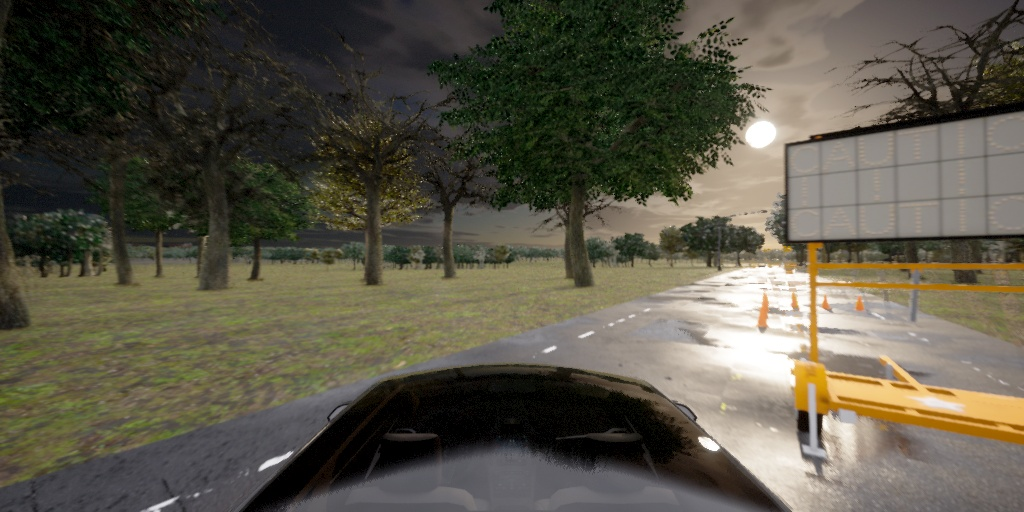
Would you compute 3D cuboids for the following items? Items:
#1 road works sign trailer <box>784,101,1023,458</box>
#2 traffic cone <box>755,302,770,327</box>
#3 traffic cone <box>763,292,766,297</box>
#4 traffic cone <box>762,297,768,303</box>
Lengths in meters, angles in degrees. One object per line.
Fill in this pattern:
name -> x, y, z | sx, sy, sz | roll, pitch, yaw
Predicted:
road works sign trailer -> 4.698, 0.228, 4.182 | 2.380, 3.560, 2.880 | 0, 0, 36
traffic cone -> 7.502, 1.791, 10.757 | 0.340, 0.580, 0.340 | 0, 0, 36
traffic cone -> 9.843, 1.824, 14.000 | 0.340, 0.580, 0.340 | 0, 0, 36
traffic cone -> 8.672, 1.807, 12.378 | 0.340, 0.580, 0.340 | 0, 0, 36
